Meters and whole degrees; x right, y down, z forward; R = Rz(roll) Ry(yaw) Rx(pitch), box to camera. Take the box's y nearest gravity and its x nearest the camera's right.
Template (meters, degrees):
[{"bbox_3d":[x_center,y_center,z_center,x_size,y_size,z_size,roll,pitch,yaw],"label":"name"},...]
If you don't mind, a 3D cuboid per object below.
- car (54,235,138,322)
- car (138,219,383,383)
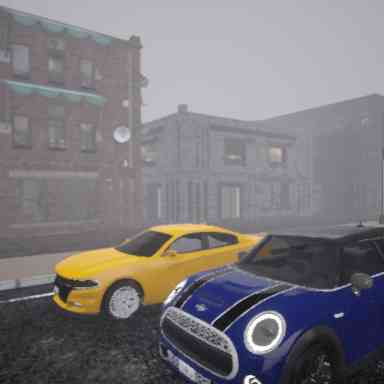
[{"bbox_3d":[-0.386,1.480,7.404,5.008,1.535,1.882,0,0,-36],"label":"car"},{"bbox_3d":[1.772,1.355,4.949,4.553,1.767,2.097,0,0,-35],"label":"car"}]
